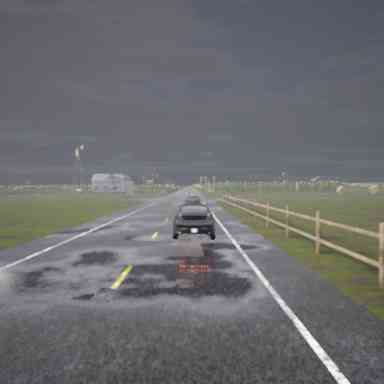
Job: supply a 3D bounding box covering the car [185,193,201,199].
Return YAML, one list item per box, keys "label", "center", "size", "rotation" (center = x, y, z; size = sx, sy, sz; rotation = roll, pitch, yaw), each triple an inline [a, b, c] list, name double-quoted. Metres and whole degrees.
- label: "car"
  center: [0.091, 0.912, 41.925]
  size: [2.128, 1.511, 4.902]
  rotation: [0, 1, 0]

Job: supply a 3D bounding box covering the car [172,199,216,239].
- label: "car"
  center: [0.098, 1.291, 16.051]
  size: [1.837, 1.490, 4.892]
  rotation: [0, 1, 0]
